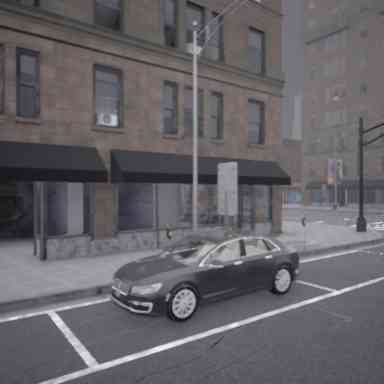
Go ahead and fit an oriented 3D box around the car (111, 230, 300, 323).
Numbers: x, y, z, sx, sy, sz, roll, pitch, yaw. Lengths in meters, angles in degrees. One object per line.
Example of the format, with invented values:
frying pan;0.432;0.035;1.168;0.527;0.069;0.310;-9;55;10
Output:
car;0.481;1.548;7.109;4.403;1.369;2.008;0;0;-35
